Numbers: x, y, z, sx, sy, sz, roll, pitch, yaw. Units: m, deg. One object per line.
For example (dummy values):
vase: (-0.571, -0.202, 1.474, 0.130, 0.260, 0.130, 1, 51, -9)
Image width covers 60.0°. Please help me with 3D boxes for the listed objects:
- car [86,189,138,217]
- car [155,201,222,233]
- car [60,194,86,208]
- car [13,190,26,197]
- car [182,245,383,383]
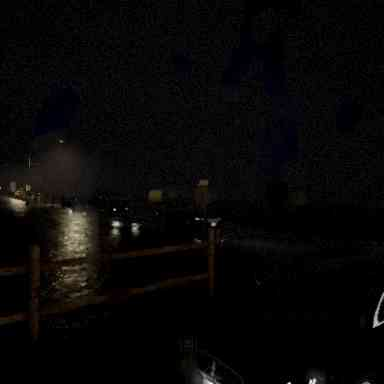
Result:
car: (-6.452, 0.828, 27.172, 2.150, 2.045, 5.566, 1, 0, -36)
car: (-0.294, 1.296, 18.449, 2.128, 1.511, 4.902, 1, 0, -34)
car: (-12.988, 0.941, 36.362, 1.812, 1.442, 4.674, 1, 0, -35)
car: (-42.384, 0.315, 82.326, 1.882, 1.535, 5.008, 1, -1, -33)
car: (2.151, 1.559, 4.457, 4.892, 1.490, 1.837, 1, 0, -35)
